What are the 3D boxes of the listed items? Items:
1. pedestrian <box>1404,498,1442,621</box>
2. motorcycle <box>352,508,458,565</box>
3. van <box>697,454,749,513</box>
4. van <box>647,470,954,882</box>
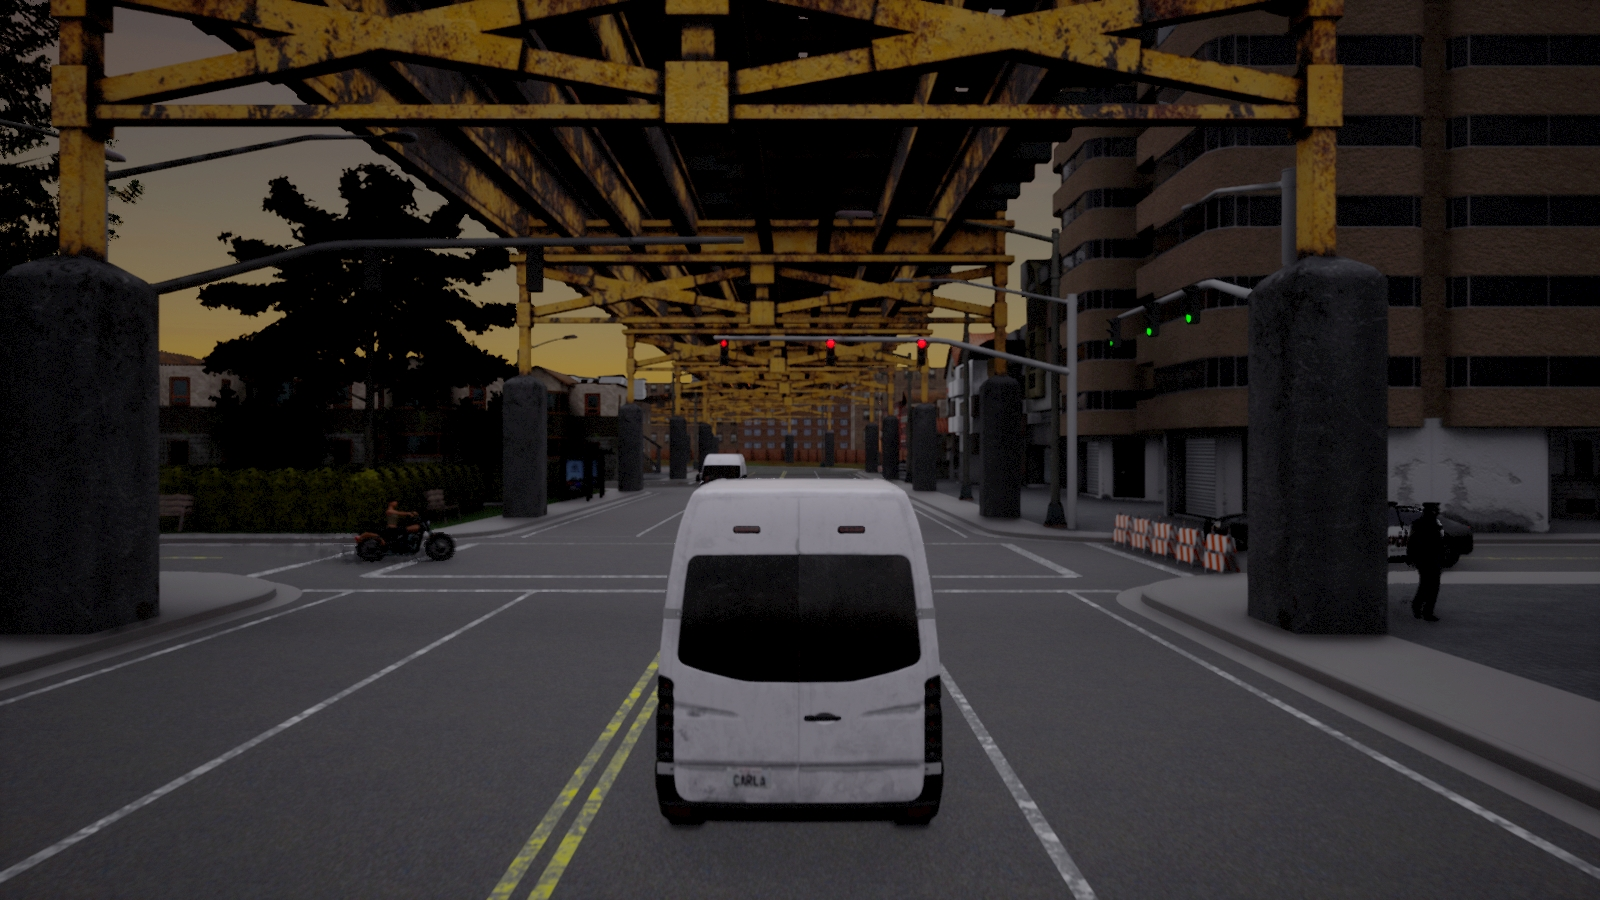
[{"bbox_3d":[9.609,1.675,17.625,0.375,1.860,0.375,0,0,-8],"label":"pedestrian"},{"bbox_3d":[-9.667,2.101,28.059,2.356,1.332,0.764,0,0,-7],"label":"motorcycle"},{"bbox_3d":[-3.497,1.459,52.700,1.988,2.561,5.915,0,0,0],"label":"van"},{"bbox_3d":[0.008,1.518,10.362,1.988,2.561,5.915,0,0,0],"label":"van"}]
